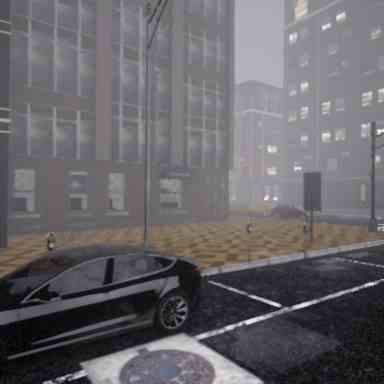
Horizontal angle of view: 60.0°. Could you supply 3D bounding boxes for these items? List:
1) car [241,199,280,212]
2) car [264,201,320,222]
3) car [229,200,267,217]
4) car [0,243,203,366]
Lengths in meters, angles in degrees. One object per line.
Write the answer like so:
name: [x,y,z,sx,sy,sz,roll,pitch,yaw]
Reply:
car: [8.384,1.664,41.171,1.752,1.417,4.829,1,0,-36]
car: [8.280,1.654,26.944,1.802,1.307,4.206,1,0,-36]
car: [5.078,1.586,31.407,1.752,1.417,4.829,1,0,-36]
car: [-1.791,1.574,5.279,4.313,1.339,1.947,0,0,-36]
